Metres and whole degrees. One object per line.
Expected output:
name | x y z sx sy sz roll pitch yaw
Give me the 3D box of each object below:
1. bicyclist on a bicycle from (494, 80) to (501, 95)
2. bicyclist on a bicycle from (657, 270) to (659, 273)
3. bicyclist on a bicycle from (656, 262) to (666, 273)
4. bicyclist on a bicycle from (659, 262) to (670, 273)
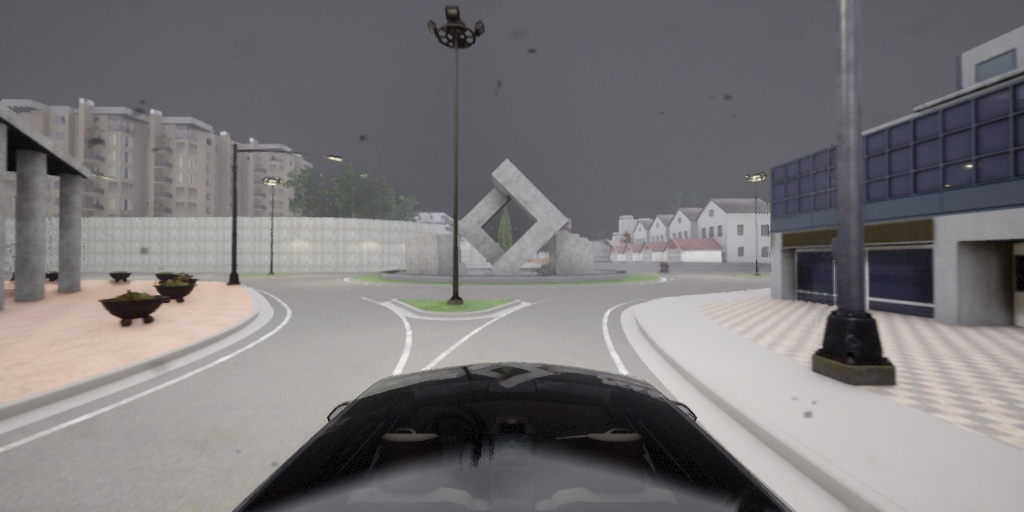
bicyclist on a bicycle | -1.617 -18.772 40.053 0.582 1.620 1.656 18 27 -16
bicyclist on a bicycle | 23.296 1.812 55.011 1.656 1.620 0.582 0 -1 -27
bicyclist on a bicycle | 23.061 1.817 55.452 1.656 1.620 0.582 0 -1 -29
bicyclist on a bicycle | 23.523 1.807 54.565 1.656 1.620 0.582 0 -1 -26
